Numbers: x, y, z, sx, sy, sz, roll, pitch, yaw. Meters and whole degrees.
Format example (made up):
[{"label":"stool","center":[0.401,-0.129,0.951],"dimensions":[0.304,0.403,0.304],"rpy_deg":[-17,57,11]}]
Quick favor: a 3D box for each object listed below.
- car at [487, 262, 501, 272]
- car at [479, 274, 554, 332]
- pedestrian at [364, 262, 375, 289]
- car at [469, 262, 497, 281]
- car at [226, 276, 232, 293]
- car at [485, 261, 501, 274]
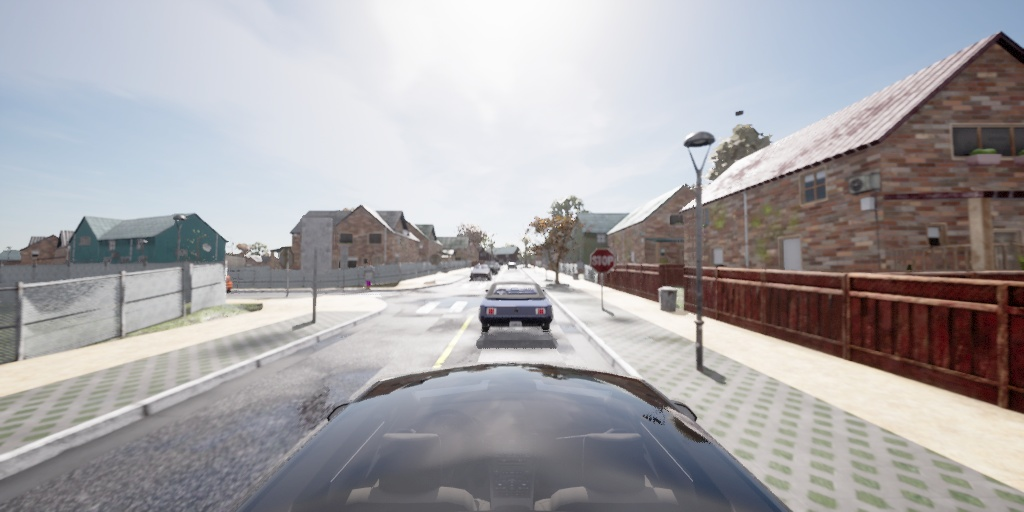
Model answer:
[{"label":"car","center":[-2.831,1.773,58.877],"dimensions":[2.033,1.411,5.357],"rpy_deg":[0,-1,0]},{"label":"car","center":[0.100,1.411,11.086],"dimensions":[1.895,1.301,4.718],"rpy_deg":[0,0,0]},{"label":"pedestrian","center":[-9.912,1.336,24.794],"dimensions":[0.375,1.860,0.375],"rpy_deg":[0,-2,5]},{"label":"car","center":[-2.851,1.533,33.956],"dimensions":[2.033,1.411,5.357],"rpy_deg":[0,0,0]},{"label":"car","center":[-20.812,1.591,23.241],"dimensions":[4.553,1.767,2.097],"rpy_deg":[-1,-3,9]},{"label":"car","center":[-2.844,1.439,45.401],"dimensions":[2.097,1.767,4.553],"rpy_deg":[0,-1,0]}]
